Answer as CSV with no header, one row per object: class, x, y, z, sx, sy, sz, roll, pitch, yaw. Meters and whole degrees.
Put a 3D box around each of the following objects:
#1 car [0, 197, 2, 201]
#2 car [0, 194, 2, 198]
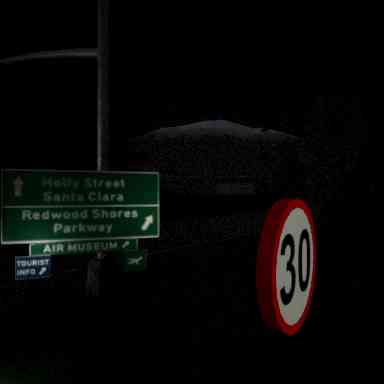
car,-12.447,1.504,26.027,1.905,1.878,3.866,0,0,35
car,-38.770,1.489,69.898,4.514,1.523,2.007,0,0,35
